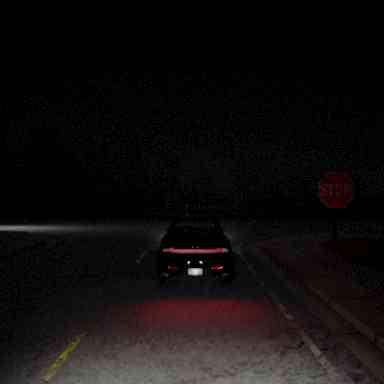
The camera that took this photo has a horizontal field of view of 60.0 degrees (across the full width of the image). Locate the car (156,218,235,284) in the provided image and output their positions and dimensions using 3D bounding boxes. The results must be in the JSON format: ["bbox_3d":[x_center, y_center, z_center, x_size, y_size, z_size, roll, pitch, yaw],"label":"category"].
[{"bbox_3d":[0.092,1.495,9.556,2.128,1.511,4.902,0,0,0],"label":"car"}]
